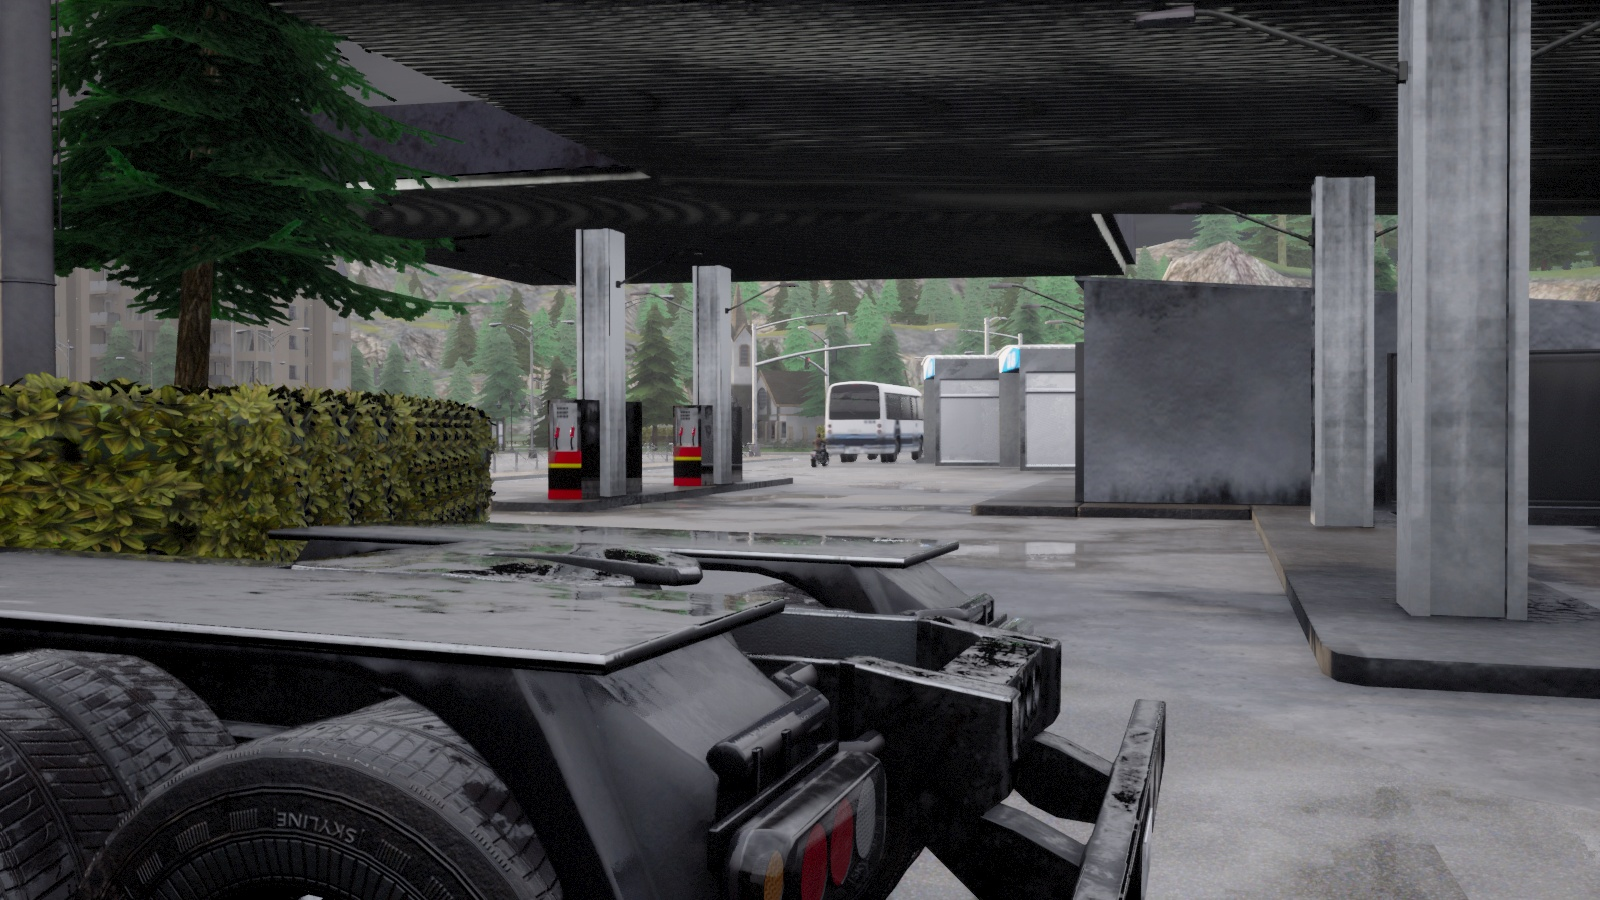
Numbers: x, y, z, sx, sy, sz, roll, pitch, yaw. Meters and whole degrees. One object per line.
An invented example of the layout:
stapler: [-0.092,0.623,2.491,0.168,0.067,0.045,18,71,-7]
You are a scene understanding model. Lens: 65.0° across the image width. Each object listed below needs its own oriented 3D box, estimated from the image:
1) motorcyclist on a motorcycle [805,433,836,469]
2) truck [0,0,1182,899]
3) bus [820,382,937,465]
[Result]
motorcyclist on a motorcycle: [0.973,0.024,59.220,0.766,1.649,2.350,1,1,19]
truck: [-2.955,-0.168,4.152,7.936,3.462,2.891,1,0,18]
bus: [4.571,-1.460,69.877,3.944,4.253,10.273,1,1,19]
